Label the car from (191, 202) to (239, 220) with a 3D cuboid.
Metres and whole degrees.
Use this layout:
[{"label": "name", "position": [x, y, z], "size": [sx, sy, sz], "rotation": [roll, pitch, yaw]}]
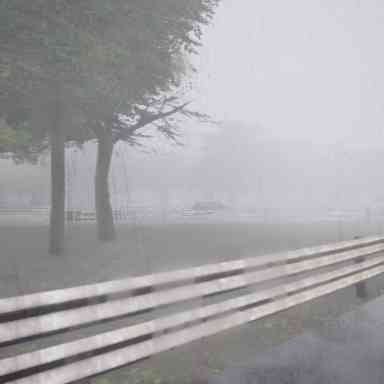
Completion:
[{"label": "car", "position": [2.679, 2.141, 38.665], "size": [5.566, 2.045, 2.150], "rotation": [-1, 0, 0]}]
